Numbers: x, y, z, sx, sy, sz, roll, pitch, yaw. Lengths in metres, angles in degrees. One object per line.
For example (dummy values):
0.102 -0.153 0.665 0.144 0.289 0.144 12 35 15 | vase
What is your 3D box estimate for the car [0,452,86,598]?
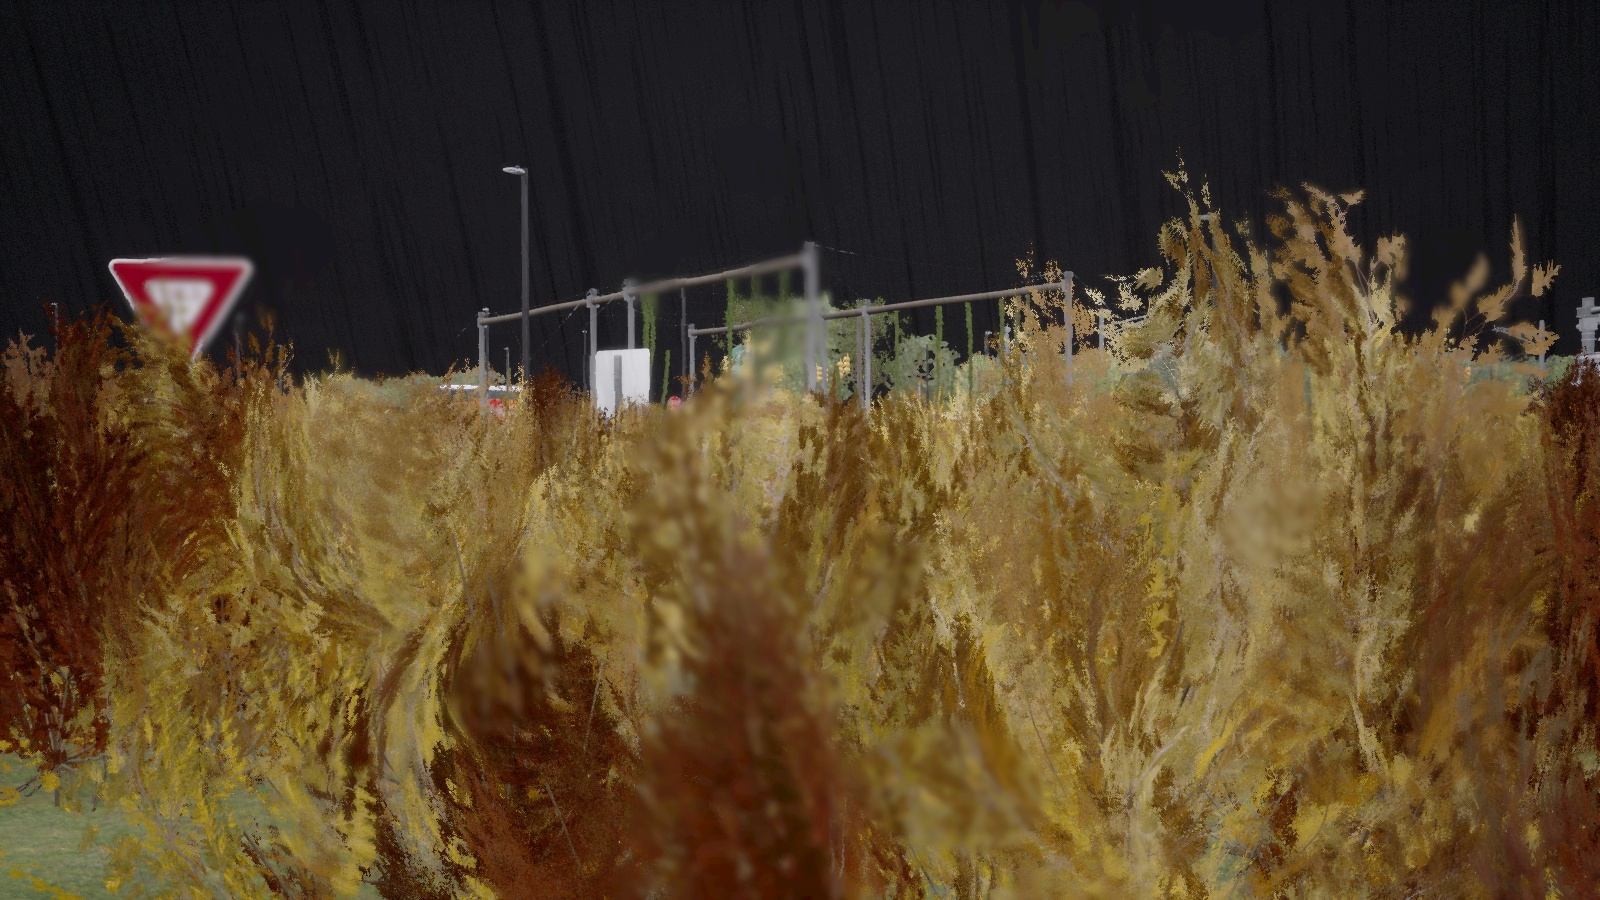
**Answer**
-10.417 0.753 13.385 4.674 1.442 1.812 0 2 6 | car
